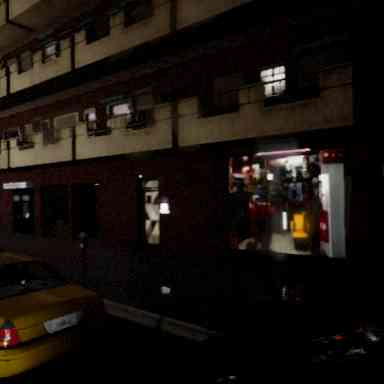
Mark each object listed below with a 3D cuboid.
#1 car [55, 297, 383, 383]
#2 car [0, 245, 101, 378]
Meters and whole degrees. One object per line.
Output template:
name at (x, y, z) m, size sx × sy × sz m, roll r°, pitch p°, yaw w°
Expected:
car at (1.348, 1.566, 1.930) m, size 4.313 × 1.339 × 1.947 m, roll 0°, pitch -1°, yaw 36°
car at (-3.418, 1.529, 5.331) m, size 4.829 × 1.417 × 1.752 m, roll 0°, pitch -1°, yaw 36°
